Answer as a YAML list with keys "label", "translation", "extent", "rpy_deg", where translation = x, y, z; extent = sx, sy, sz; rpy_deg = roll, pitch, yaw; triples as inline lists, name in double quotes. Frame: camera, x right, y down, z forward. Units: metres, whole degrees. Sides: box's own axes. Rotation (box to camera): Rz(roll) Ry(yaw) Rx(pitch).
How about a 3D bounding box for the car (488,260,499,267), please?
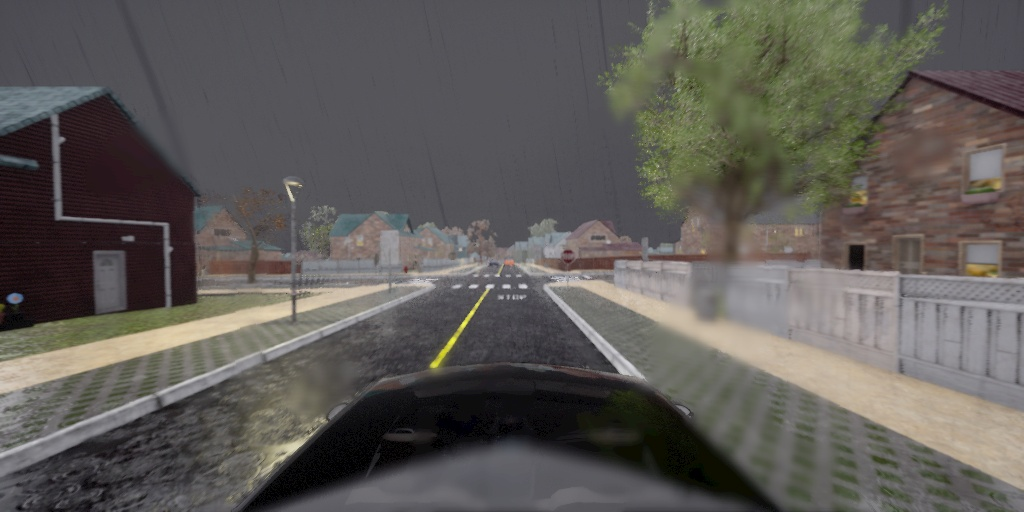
- label: "car"
  translation: [-3.204, 1.311, 63.685]
  extent: [1.895, 1.301, 4.718]
  rpy_deg: [0, 0, 0]
